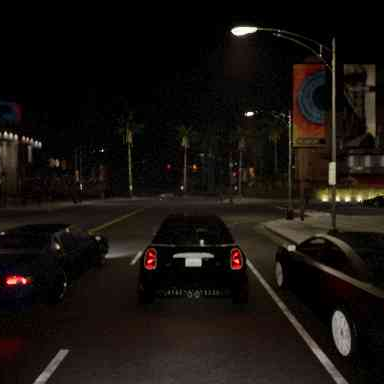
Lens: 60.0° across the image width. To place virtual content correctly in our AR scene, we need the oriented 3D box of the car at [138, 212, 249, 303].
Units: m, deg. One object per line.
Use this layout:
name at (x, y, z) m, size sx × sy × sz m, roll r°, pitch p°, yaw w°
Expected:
car at (0.032, 1.271, 8.148) m, size 2.097 × 1.767 × 4.553 m, roll 0°, pitch 1°, yaw 0°

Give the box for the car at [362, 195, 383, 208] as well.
car at (23.153, 1.112, 40.131) m, size 4.892 × 1.490 × 1.837 m, roll 0°, pitch 1°, yaw -1°

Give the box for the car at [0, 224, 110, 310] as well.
car at (-3.469, 1.468, 7.930) m, size 2.033 × 1.411 × 5.357 m, roll 0°, pitch 1°, yaw 0°

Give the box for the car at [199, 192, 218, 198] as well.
car at (4.291, 0.705, 84.994) m, size 5.357 × 1.411 × 2.033 m, roll -1°, pitch 1°, yaw -44°

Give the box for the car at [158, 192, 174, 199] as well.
car at (-5.565, 0.817, 71.872) m, size 1.812 × 1.442 × 4.674 m, roll 0°, pitch 1°, yaw 26°

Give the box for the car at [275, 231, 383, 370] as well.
car at (2.880, 1.422, 5.811) m, size 2.097 × 1.535 × 5.008 m, roll 0°, pitch 1°, yaw -1°
